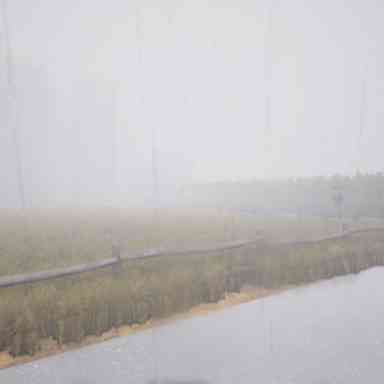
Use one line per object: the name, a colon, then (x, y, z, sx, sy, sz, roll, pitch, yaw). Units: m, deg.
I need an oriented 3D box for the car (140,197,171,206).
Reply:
car: (-5.351, 1.508, 45.643, 2.097, 1.767, 4.553, 0, 0, -36)

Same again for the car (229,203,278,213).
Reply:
car: (5.542, 1.717, 30.332, 1.895, 1.301, 4.718, 0, 0, -36)

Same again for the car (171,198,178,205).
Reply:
car: (-3.647, 1.689, 57.407, 1.812, 1.442, 4.674, -1, -1, 39)
